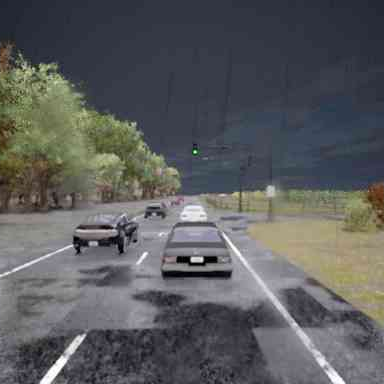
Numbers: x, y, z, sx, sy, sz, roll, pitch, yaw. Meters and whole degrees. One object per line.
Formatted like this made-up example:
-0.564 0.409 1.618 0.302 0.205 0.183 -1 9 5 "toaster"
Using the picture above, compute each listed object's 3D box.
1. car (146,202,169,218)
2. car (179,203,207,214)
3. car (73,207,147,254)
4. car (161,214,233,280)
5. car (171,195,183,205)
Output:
-3.398 1.714 32.218 1.837 1.490 4.892 0 0 0 "car"
0.099 1.676 23.313 1.812 1.442 4.674 0 0 0 "car"
-3.398 1.583 13.891 2.128 1.511 4.902 0 0 0 "car"
0.101 1.613 10.128 2.033 1.411 5.357 0 0 0 "car"
-3.397 1.981 69.265 2.033 1.411 5.357 0 0 0 "car"
